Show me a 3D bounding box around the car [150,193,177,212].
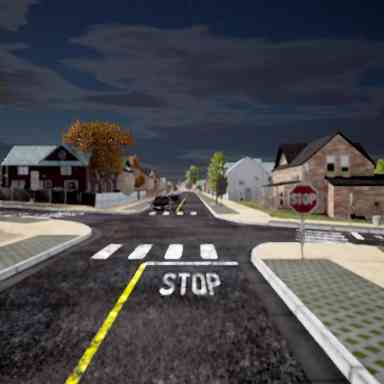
[{"bbox_3d":[-2.843,1.118,32.259,1.837,1.490,4.892,0,3,2],"label":"car"}]

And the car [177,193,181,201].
[{"bbox_3d":[-2.867,0.820,56.127,1.994,1.385,4.181,0,1,0],"label":"car"}]
